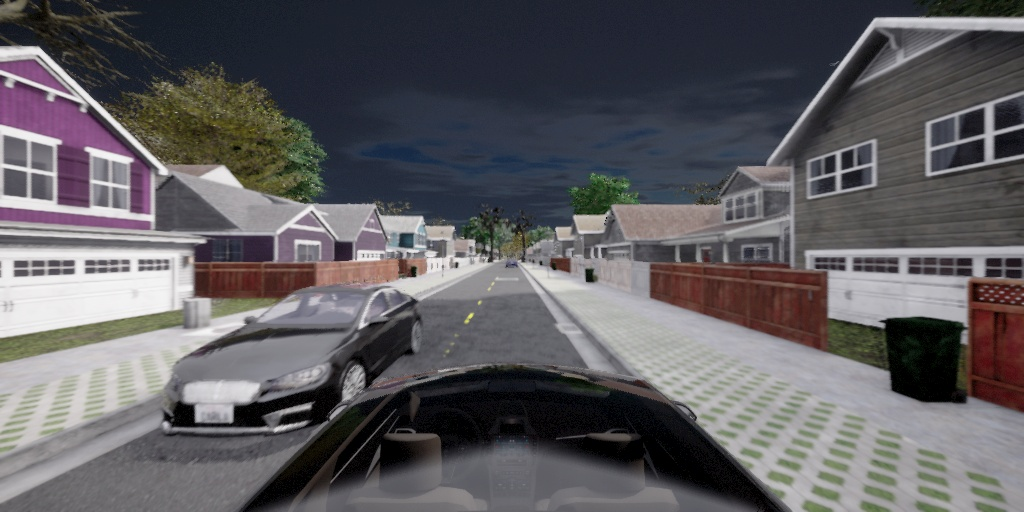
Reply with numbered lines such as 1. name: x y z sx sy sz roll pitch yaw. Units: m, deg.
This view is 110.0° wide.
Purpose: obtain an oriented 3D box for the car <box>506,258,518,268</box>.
1. car: -0.002 1.098 61.235 2.097 1.767 4.553 0 0 0

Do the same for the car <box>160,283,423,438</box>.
1. car: -2.824 1.241 5.866 2.128 1.511 4.902 0 0 0
